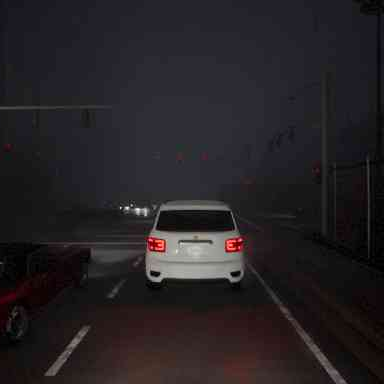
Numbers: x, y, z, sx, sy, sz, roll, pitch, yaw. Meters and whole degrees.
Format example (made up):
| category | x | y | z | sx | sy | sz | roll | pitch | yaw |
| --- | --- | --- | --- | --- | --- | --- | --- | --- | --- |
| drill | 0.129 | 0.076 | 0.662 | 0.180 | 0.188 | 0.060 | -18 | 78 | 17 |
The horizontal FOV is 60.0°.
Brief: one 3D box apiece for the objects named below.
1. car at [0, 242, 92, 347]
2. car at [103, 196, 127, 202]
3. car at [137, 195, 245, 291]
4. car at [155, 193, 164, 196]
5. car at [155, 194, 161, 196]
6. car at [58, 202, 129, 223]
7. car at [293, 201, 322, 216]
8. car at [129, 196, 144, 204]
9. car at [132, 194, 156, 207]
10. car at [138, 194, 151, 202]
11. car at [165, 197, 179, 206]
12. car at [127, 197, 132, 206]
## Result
| category | x | y | z | sx | sy | sz | roll | pitch | yaw |
| --- | --- | --- | --- | --- | --- | --- | --- | --- | --- |
| car | -3.435 | 1.601 | 6.249 | 1.895 | 1.301 | 4.718 | 0 | 0 | 1 |
| car | -10.540 | 1.352 | 44.665 | 2.097 | 1.767 | 4.553 | 0 | 0 | 0 |
| car | 0.083 | 1.221 | 9.175 | 2.150 | 2.045 | 5.566 | 0 | 0 | 0 |
| car | -6.916 | 1.221 | 69.028 | 2.150 | 2.045 | 5.566 | 0 | 0 | 0 |
| car | -7.005 | 1.525 | 58.315 | 1.812 | 1.442 | 4.674 | 0 | 0 | 0 |
| car | -7.611 | 1.629 | 25.548 | 4.718 | 1.301 | 1.895 | 0 | 0 | 0 |
| car | 12.406 | 1.581 | 32.742 | 4.674 | 1.442 | 1.812 | 0 | 0 | -2 |
| car | -10.474 | 1.491 | 63.210 | 2.128 | 1.511 | 4.902 | 0 | 0 | 1 |
| car | -7.027 | 1.491 | 49.056 | 2.128 | 1.511 | 4.902 | 0 | 0 | 0 |
| car | -10.411 | 1.354 | 73.258 | 2.097 | 1.767 | 4.553 | 0 | 0 | 0 |
| car | -3.328 | 1.547 | 57.116 | 2.033 | 1.411 | 5.357 | 0 | 0 | 0 |
| car | -10.525 | 1.491 | 53.818 | 2.128 | 1.511 | 4.902 | 0 | 0 | 0 |
